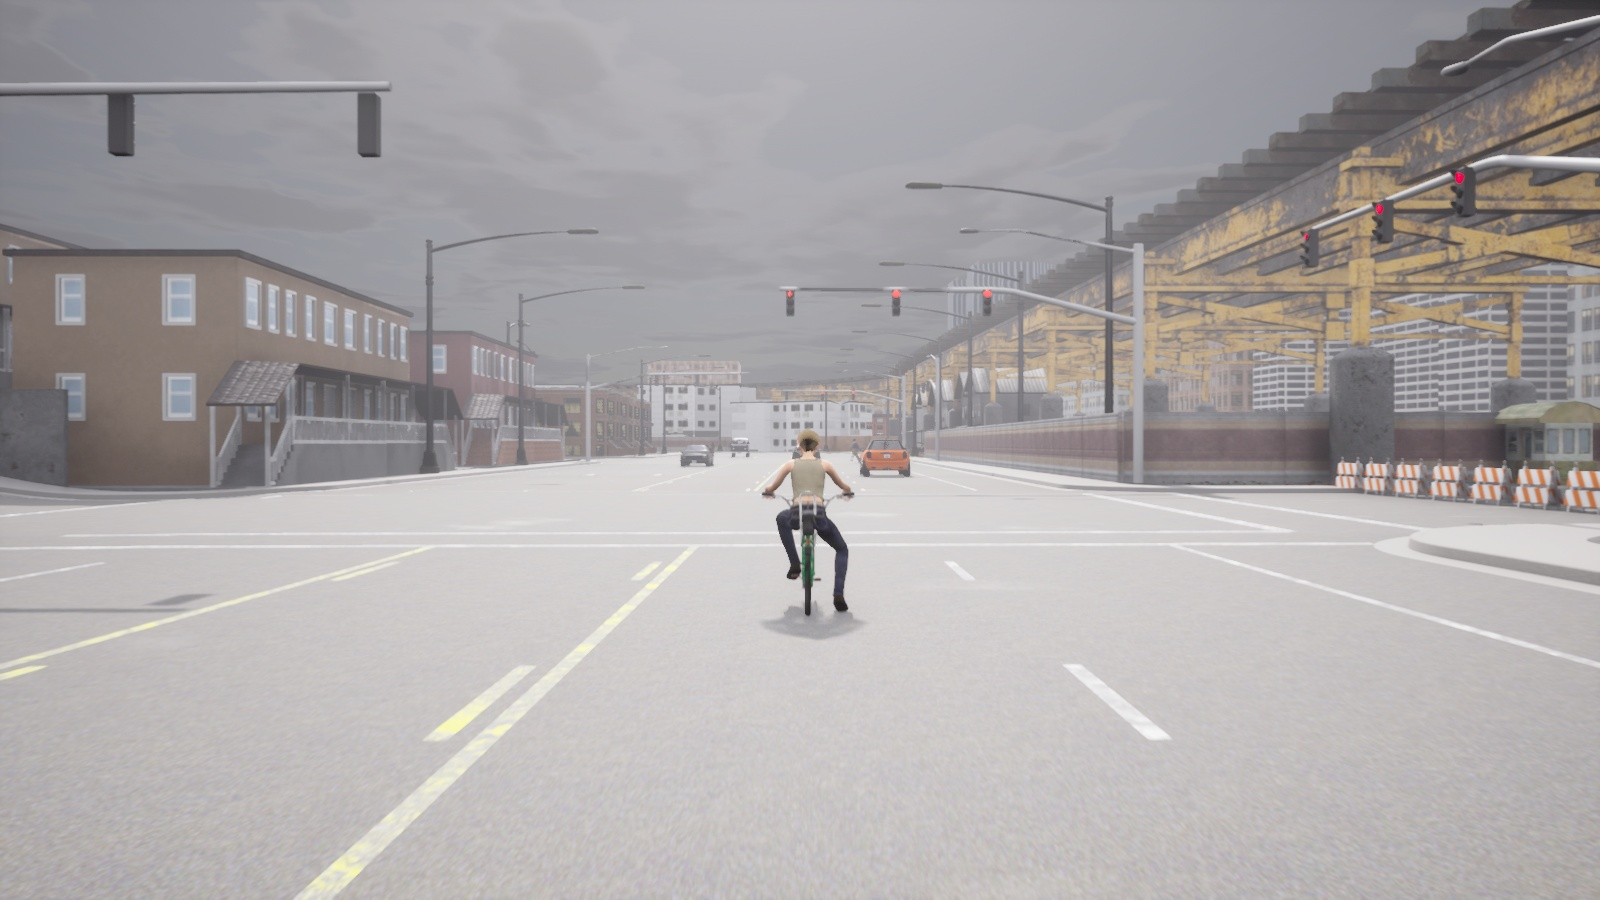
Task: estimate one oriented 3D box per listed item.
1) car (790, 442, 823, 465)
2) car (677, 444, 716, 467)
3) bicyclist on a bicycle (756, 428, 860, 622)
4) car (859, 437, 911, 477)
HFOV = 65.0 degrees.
[{"bbox_3d":[0.427,0.229,84.078,2.128,1.511,4.902,0,0,0],"label":"car"},{"bbox_3d":[-6.536,0.338,80.003,2.033,1.411,5.357,0,0,0],"label":"car"},{"bbox_3d":[0.073,0.620,11.186,0.866,1.612,1.509,0,0,0],"label":"bicyclist on a bicycle"},{"bbox_3d":[3.838,0.285,57.367,2.097,1.767,4.553,0,0,0],"label":"car"}]
